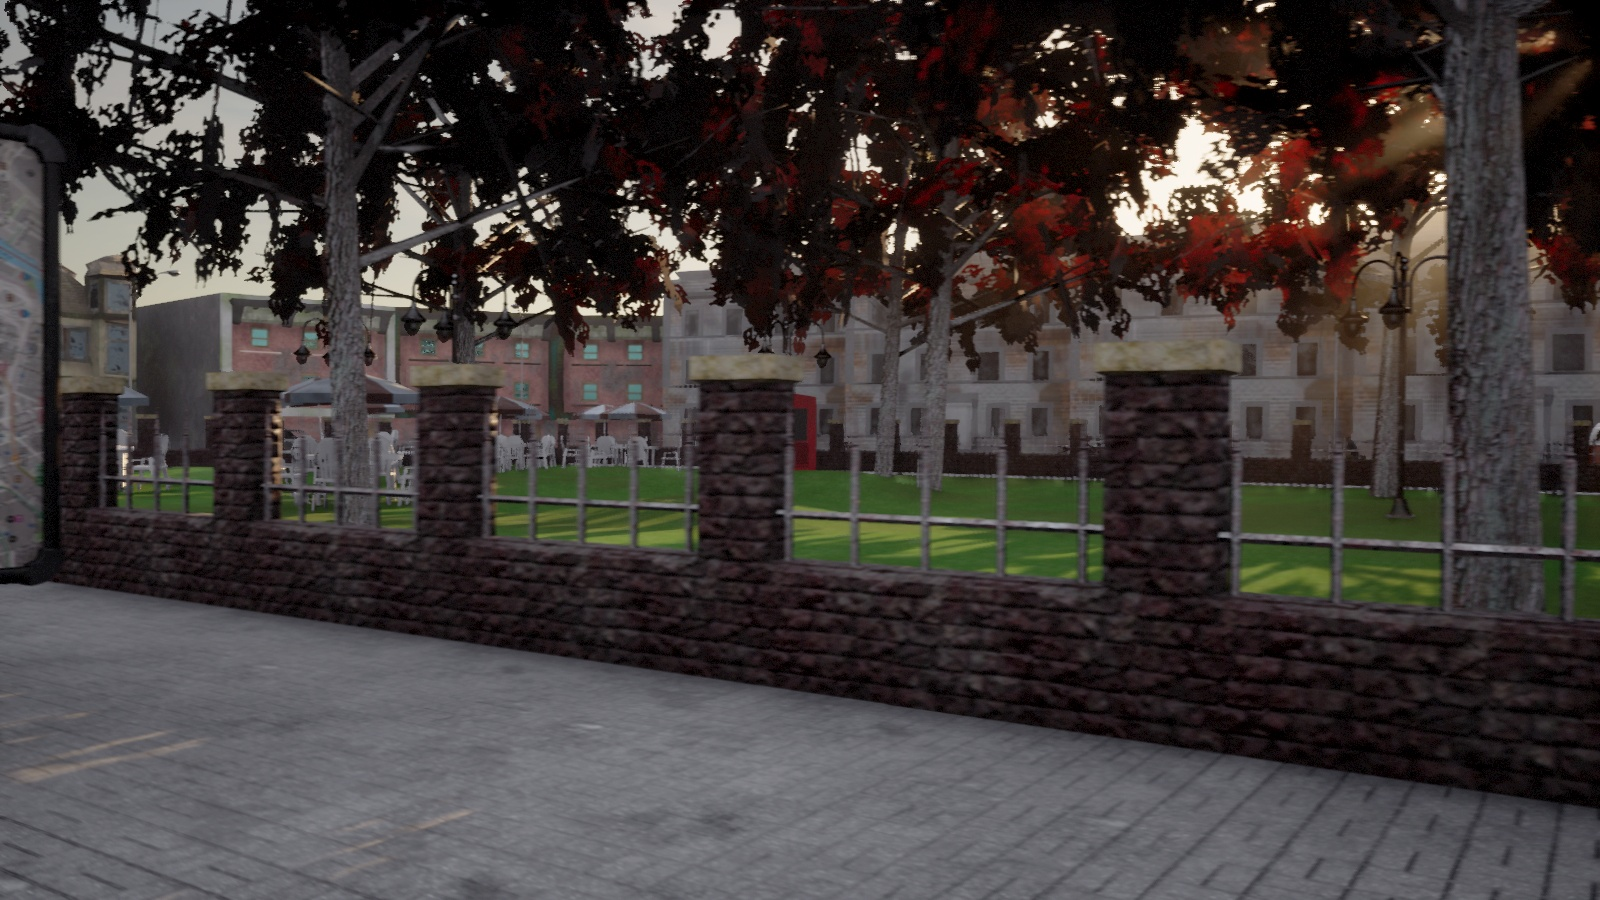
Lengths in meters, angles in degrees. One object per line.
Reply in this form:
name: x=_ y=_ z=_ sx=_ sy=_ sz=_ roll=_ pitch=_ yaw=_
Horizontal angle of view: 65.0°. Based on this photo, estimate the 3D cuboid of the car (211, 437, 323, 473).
car: x=-23.450 y=0.202 z=55.379 sx=1.816 sy=1.474 sz=4.193 roll=0 pitch=1 yaw=35

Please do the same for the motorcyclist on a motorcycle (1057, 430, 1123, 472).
motorcyclist on a motorcycle: x=10.759 y=0.033 z=46.608 sx=2.191 sy=1.530 sz=0.866 roll=0 pitch=1 yaw=34

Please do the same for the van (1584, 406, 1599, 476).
van: x=25.621 y=-0.279 z=36.757 sx=4.480 sy=2.038 sz=2.069 roll=0 pitch=1 yaw=33
